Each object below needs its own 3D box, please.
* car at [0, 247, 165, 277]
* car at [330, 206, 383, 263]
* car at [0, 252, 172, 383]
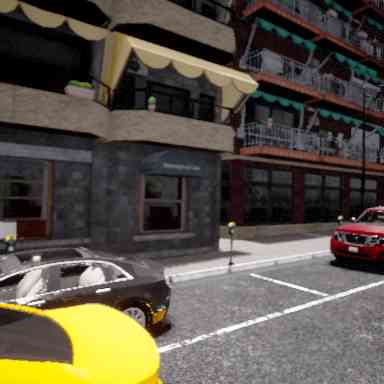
[{"bbox_3d":[-2.384,1.559,4.842,4.403,1.369,2.008,1,1,-35],"label":"car"},{"bbox_3d":[6.899,1.436,11.450,5.009,1.841,2.192,1,1,-35],"label":"car"},{"bbox_3d":[-2.503,1.466,1.593,5.008,1.535,1.882,1,0,-35],"label":"car"}]
